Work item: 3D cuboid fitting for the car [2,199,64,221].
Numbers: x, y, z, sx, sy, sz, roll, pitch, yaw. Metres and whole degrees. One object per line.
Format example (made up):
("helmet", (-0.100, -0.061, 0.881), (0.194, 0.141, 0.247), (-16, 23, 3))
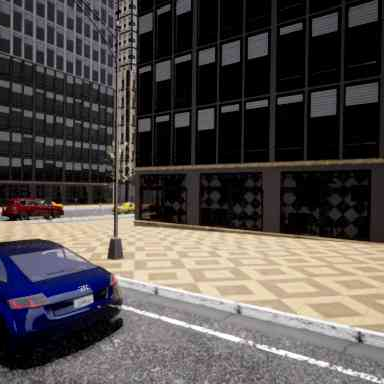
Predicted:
("car", (-13.835, 1.520, 29.184), (2.192, 1.841, 5.009), (1, 0, 36))

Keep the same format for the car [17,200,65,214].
("car", (-17.367, 1.643, 38.546), (1.752, 1.417, 4.829), (1, 0, 36))

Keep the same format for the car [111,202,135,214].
("car", (-7.071, 1.830, 38.420), (1.752, 1.417, 4.829), (1, 0, 36))

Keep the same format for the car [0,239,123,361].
("car", (-3.235, 1.561, 5.973), (4.181, 1.385, 1.994), (0, 0, 34))
